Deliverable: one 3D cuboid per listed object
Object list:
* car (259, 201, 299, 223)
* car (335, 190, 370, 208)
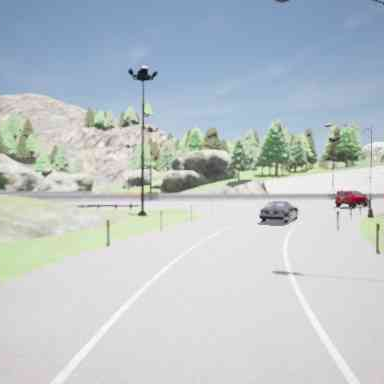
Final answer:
[{"bbox_3d":[6.274,1.355,23.676,2.033,1.411,5.357,1,1,28],"label":"car"},{"bbox_3d":[19.207,0.822,39.781,5.566,2.045,2.150,-1,1,-41],"label":"car"}]
